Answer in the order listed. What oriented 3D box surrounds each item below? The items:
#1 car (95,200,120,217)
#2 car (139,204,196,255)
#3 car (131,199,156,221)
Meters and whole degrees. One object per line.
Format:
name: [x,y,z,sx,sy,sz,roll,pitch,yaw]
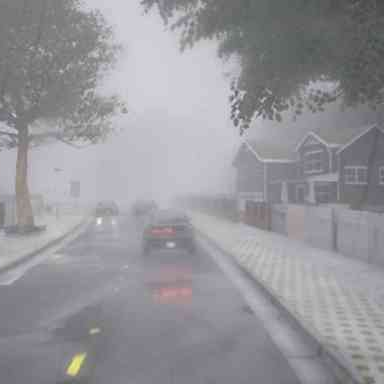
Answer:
car: [-7.469,1.396,29.211,1.994,1.385,4.181,0,0,-17]
car: [-0.991,1.435,13.003,1.837,1.490,4.892,0,0,-8]
car: [-3.859,1.341,27.154,2.128,1.511,4.902,0,0,-16]
